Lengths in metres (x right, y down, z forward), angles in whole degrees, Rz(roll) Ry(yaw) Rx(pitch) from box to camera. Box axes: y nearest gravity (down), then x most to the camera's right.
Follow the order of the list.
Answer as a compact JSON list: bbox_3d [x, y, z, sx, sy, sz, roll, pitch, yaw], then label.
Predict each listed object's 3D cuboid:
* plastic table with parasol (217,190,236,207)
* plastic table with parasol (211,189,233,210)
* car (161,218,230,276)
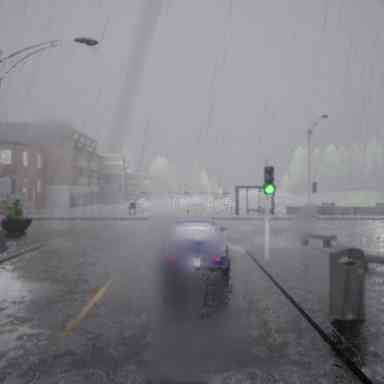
[{"bbox_3d":[4.984,0.908,48.683,2.482,2.480,2.482,0,0,0],"label":"plastic table with parasol"},{"bbox_3d":[3.575,0.911,40.053,2.482,2.480,2.482,0,0,0],"label":"plastic table with parasol"},{"bbox_3d":[0.100,1.522,10.248,1.812,1.442,4.674,0,0,0],"label":"car"}]
